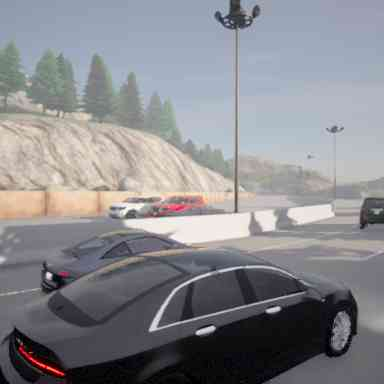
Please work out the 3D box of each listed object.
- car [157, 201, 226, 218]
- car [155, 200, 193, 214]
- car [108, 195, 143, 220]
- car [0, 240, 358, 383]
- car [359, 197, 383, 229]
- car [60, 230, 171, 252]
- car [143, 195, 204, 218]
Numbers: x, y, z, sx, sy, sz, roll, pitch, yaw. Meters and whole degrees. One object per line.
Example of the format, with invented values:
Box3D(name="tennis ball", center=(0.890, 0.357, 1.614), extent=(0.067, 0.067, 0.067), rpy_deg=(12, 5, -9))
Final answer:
Box3D(name="car", center=(0.342, 1.625, 23.697), extent=(2.033, 1.411, 5.357), rpy_deg=(0, 0, 42))
Box3D(name="car", center=(-1.945, 1.643, 37.657), extent=(1.812, 1.442, 4.674), rpy_deg=(0, 0, 33))
Box3D(name="car", center=(-4.533, 1.302, 28.674), extent=(2.150, 2.045, 5.566), rpy_deg=(0, 0, 41))
Box3D(name="car", center=(0.322, 1.519, 4.338), extent=(4.892, 1.490, 1.837), rpy_deg=(1, 0, -38))
Box3D(name="car", center=(12.534, 1.322, 21.811), extent=(2.150, 2.045, 5.566), rpy_deg=(0, 0, 37))
Box3D(name="car", center=(-1.177, 1.586, 7.635), extent=(4.181, 1.385, 1.994), rpy_deg=(0, 0, -38))
Box3D(name="car", center=(-1.053, 1.307, 27.378), extent=(2.150, 2.045, 5.566), rpy_deg=(0, 0, 40))
